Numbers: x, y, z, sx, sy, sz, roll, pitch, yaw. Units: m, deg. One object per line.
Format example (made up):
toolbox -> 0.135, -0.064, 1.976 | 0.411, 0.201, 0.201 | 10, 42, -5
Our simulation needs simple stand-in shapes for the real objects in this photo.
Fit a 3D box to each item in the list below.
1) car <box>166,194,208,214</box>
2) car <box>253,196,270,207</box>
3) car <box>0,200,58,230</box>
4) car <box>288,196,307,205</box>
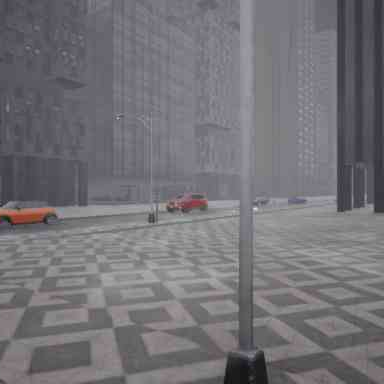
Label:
car -> -0.434, 1.181, 35.919 | 2.150, 2.045, 5.566 | 0, 0, 36
car -> 9.959, 1.427, 49.975 | 1.882, 1.535, 5.008 | 0, 0, 36
car -> -11.115, 1.334, 21.304 | 2.097, 1.767, 4.553 | 0, 0, 36
car -> 17.569, 1.400, 55.130 | 1.882, 1.535, 5.008 | 0, 0, 36
